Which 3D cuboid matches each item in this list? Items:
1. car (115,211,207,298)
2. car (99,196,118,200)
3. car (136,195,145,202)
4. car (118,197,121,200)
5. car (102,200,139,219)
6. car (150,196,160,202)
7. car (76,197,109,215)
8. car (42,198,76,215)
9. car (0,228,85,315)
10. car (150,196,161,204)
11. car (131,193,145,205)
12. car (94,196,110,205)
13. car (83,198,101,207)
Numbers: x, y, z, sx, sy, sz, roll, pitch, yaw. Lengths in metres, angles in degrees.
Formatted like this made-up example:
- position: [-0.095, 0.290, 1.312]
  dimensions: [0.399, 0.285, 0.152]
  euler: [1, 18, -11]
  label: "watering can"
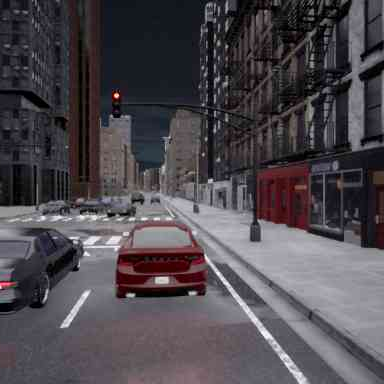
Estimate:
- position: [-0.807, 1.477, 8.596]
  dimensions: [1.882, 1.535, 5.008]
  euler: [0, 0, -6]
  label: "car"
- position: [-11.539, 1.494, 44.635]
  dimensions: [1.882, 1.535, 5.008]
  euler: [0, 0, -6]
  label: "car"
- position: [-11.625, 1.509, 75.068]
  dimensions: [1.882, 1.535, 5.008]
  euler: [0, 0, -6]
  label: "car"
- position: [-12.669, 1.513, 54.751]
  dimensions: [2.128, 1.511, 4.902]
  euler: [0, 0, -6]
  label: "car"
- position: [-6.172, 1.608, 29.415]
  dimensions: [1.895, 1.301, 4.718]
  euler: [0, 0, -1]
  label: "car"
- position: [-8.404, 1.571, 75.489]
  dimensions: [2.033, 1.411, 5.357]
  euler: [0, 0, -6]
  label: "car"
- position: [-10.464, 1.558, 34.992]
  dimensions: [2.033, 1.411, 5.357]
  euler: [0, 0, -6]
  label: "car"
- position: [-13.582, 1.515, 33.655]
  dimensions: [1.837, 1.490, 4.892]
  euler: [0, 0, -6]
  label: "car"
- position: [-3.913, 1.547, 7.725]
  dimensions: [2.033, 1.411, 5.357]
  euler: [0, 0, -6]
  label: "car"
- position: [-7.139, 1.531, 65.187]
  dimensions: [1.837, 1.490, 4.892]
  euler: [0, 0, -6]
  label: "car"
- position: [-9.869, 1.236, 60.425]
  dimensions: [2.150, 2.045, 5.566]
  euler: [0, -1, -7]
  label: "car"
- position: [-16.763, 1.517, 62.217]
  dimensions: [2.128, 1.511, 4.902]
  euler: [0, 0, -6]
  label: "car"
- position: [-15.667, 1.622, 52.274]
  dimensions: [1.895, 1.301, 4.718]
  euler: [0, 0, -6]
  label: "car"
